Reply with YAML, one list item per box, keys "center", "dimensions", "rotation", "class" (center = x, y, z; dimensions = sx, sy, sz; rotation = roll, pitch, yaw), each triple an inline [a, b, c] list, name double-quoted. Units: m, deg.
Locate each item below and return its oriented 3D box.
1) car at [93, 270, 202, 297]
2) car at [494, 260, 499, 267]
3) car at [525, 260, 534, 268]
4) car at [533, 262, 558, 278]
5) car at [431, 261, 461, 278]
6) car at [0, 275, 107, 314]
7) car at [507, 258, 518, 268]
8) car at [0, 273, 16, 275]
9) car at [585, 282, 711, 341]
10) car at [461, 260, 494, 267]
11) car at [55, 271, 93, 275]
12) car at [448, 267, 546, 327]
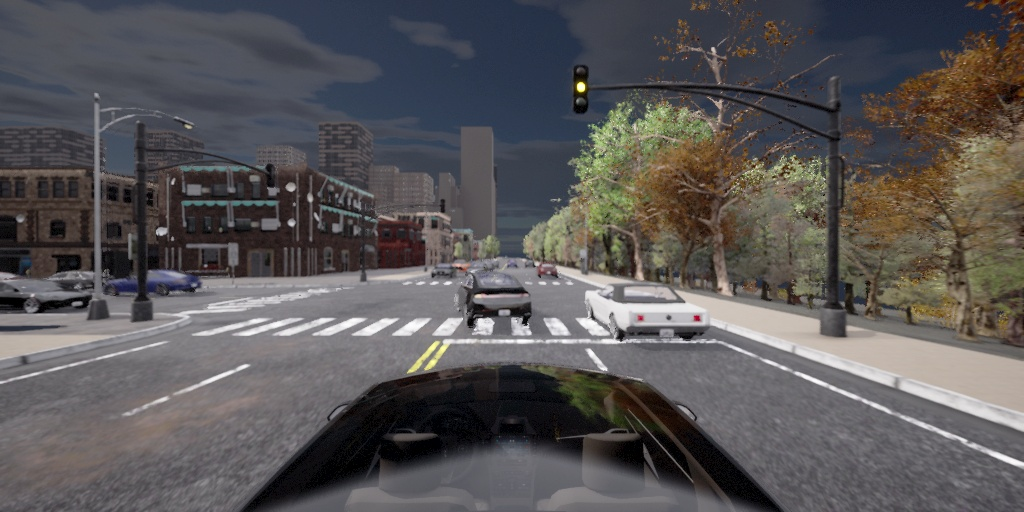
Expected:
- center: [-20.495, 1.532, 20.570]
  dimensions: [4.674, 1.442, 1.812]
  rotation: [-1, 0, 1]
  class: "car"
- center: [-3.286, 1.372, 47.478]
  dimensions: [2.128, 1.511, 4.902]
  rotation: [0, 0, 0]
  class: "car"
- center: [3.316, 1.457, 65.101]
  dimensions: [1.812, 1.442, 4.674]
  rotation: [0, 0, 0]
  class: "car"
- center: [3.399, 1.374, 35.404]
  dimensions: [1.812, 1.442, 4.674]
  rotation: [0, 0, 0]
  class: "car"
- center: [-6.556, 1.411, 34.922]
  dimensions: [1.994, 1.385, 4.181]
  rotation: [0, 0, 0]
  class: "car"
- center: [-19.933, 1.606, 14.661]
  dimensions: [4.313, 1.339, 1.948]
  rotation: [0, 0, 0]
  class: "car"
- center: [0.065, 1.457, 65.063]
  dimensions: [1.812, 1.442, 4.674]
  rotation: [0, 0, 0]
  class: "car"
- center: [-33.792, 1.723, 23.195]
  dimensions: [4.207, 1.307, 1.802]
  rotation: [0, 0, 0]
  class: "car"
- center: [3.360, 1.376, 9.981]
  dimensions: [1.895, 1.301, 4.718]
  rotation: [0, 0, 0]
  class: "car"
- center: [-3.296, 1.338, 34.986]
  dimensions: [2.128, 1.511, 4.902]
  rotation: [0, 0, 2]
  class: "car"
- center: [-28.256, 1.629, 23.182]
  dimensions: [4.403, 1.370, 2.007]
  rotation: [0, 0, 0]
  class: "car"
- center: [-0.762, 1.272, 11.711]
  dimensions: [2.128, 1.511, 4.902]
  rotation: [0, 0, -13]
  class: "car"
